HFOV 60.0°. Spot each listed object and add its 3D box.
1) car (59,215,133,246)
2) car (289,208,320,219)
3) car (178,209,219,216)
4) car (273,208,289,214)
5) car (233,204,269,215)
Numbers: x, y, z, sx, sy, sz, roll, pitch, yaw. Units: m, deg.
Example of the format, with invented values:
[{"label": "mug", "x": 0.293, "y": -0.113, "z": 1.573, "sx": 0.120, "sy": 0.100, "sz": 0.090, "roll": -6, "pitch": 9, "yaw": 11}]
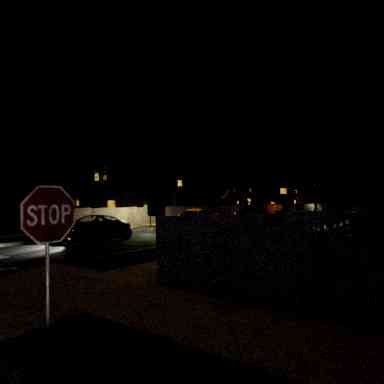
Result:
[{"label": "car", "x": -5.069, "y": 1.880, "z": 17.216, "sx": 1.994, "sy": 1.385, "sz": 4.181, "roll": -1, "pitch": -2, "yaw": 35}, {"label": "car", "x": 12.829, "y": 2.476, "z": 37.235, "sx": 1.895, "sy": 1.301, "sz": 4.718, "roll": -1, "pitch": -2, "yaw": 35}, {"label": "car", "x": 0.196, "y": 1.998, "z": 24.593, "sx": 1.882, "sy": 1.535, "sz": 5.008, "roll": -1, "pitch": -2, "yaw": 36}, {"label": "car", "x": 11.549, "y": 2.565, "z": 40.449, "sx": 1.895, "sy": 1.301, "sz": 4.718, "roll": -1, "pitch": -2, "yaw": 36}, {"label": "car", "x": 5.795, "y": 2.091, "z": 32.439, "sx": 2.097, "sy": 1.767, "sz": 4.553, "roll": -1, "pitch": -2, "yaw": 36}]
